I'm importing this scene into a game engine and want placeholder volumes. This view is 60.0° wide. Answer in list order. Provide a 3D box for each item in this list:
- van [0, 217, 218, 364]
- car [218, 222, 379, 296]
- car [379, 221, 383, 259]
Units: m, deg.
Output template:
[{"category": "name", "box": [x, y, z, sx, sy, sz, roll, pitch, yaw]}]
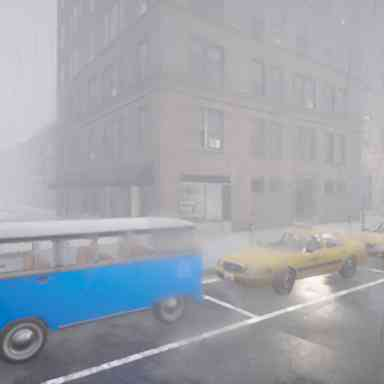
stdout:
[{"category": "van", "box": [-1.692, 1.352, 5.560, 3.998, 1.788, 1.690, 0, 0, -36]}, {"category": "car", "box": [2.777, 1.568, 8.762, 4.829, 1.417, 1.752, 0, 0, -36]}, {"category": "car", "box": [7.384, 1.598, 12.065, 4.829, 1.417, 1.752, 0, 0, -36]}]
